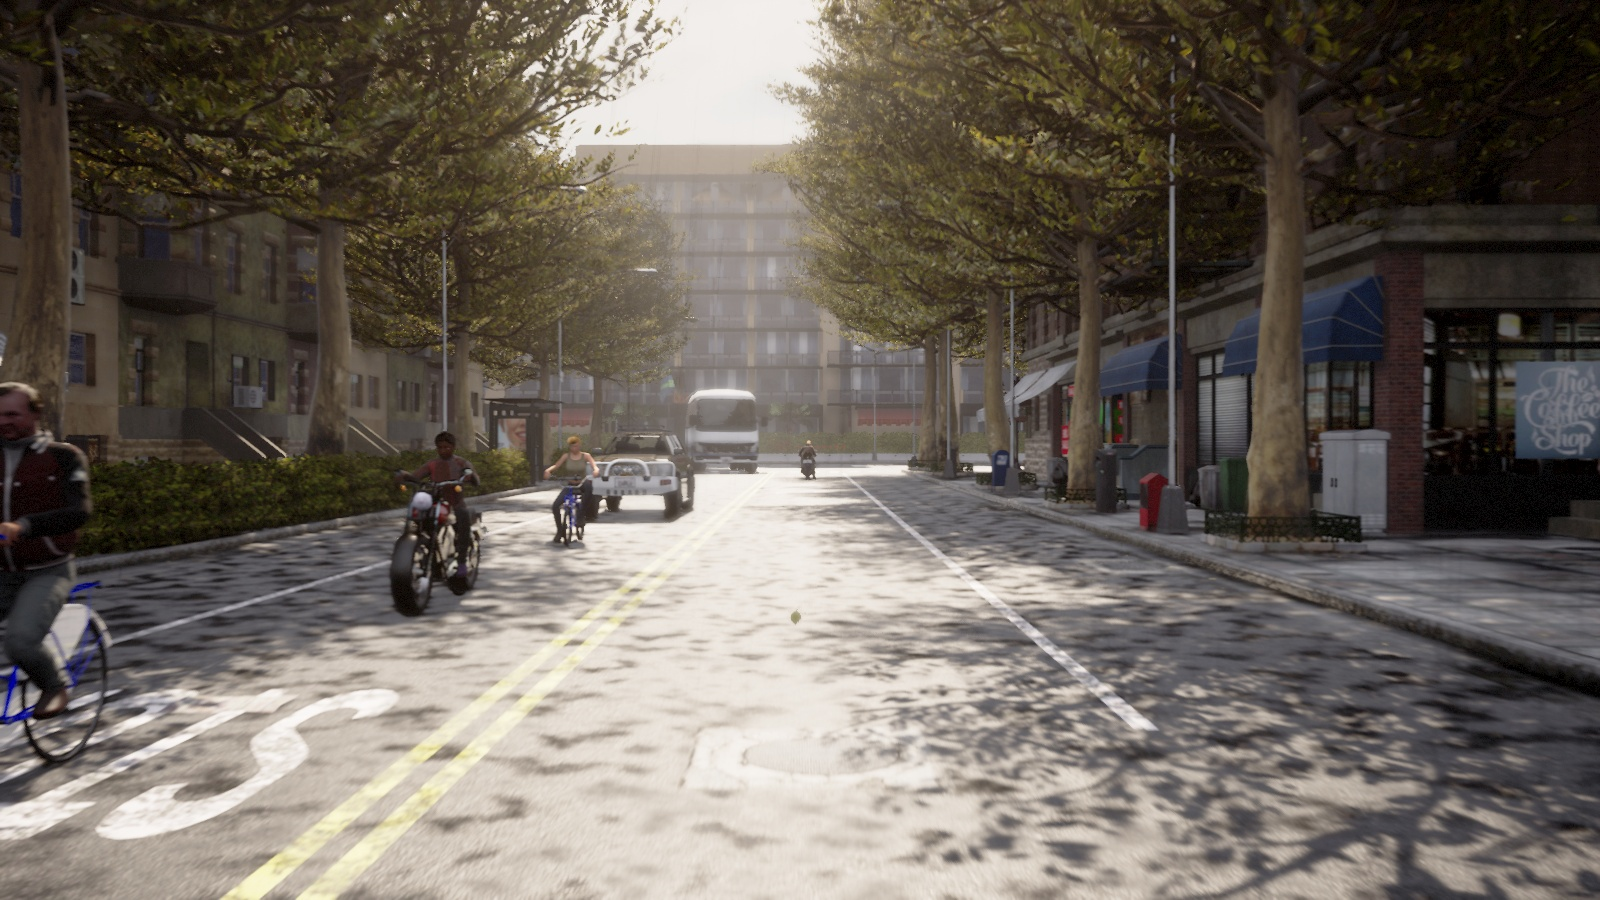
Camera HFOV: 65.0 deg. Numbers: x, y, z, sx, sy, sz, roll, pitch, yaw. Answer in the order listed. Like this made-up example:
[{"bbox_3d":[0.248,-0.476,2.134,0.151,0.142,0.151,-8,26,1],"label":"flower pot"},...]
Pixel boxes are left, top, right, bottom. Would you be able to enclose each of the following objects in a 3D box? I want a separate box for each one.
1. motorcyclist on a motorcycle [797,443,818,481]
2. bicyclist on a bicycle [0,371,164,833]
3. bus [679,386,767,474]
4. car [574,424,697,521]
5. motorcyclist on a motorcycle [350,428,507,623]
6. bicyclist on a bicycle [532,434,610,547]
[{"bbox_3d":[0.311,0.488,52.204,0.866,1.530,2.191,0,0,0],"label":"motorcyclist on a motorcycle"},{"bbox_3d":[-3.416,0.585,5.206,0.659,1.776,1.843,0,0,-1],"label":"bicyclist on a bicycle"},{"bbox_3d":[-4.211,-1.006,66.134,3.944,4.253,10.273,0,0,-7],"label":"bus"},{"bbox_3d":[-3.334,0.412,26.337,1.932,1.855,4.605,0,0,0],"label":"car"},{"bbox_3d":[-3.418,0.627,11.814,0.766,1.649,2.350,0,0,0],"label":"motorcyclist on a motorcycle"},{"bbox_3d":[-3.374,0.575,18.649,0.866,1.612,1.509,0,0,1],"label":"bicyclist on a bicycle"}]
